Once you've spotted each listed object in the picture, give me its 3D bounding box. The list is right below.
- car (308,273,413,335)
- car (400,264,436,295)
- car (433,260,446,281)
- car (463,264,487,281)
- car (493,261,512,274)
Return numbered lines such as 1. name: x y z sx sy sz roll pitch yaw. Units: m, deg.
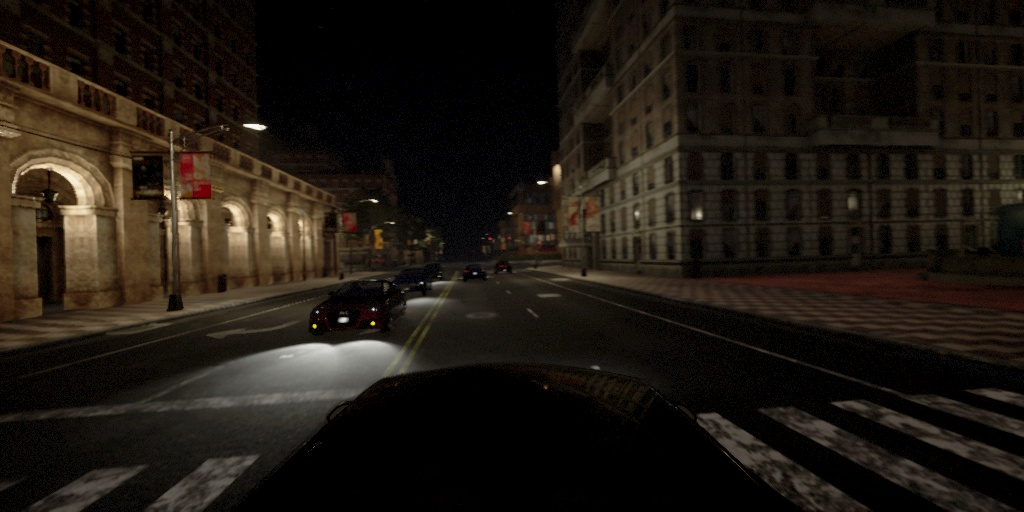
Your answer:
1. car: -4.526 1.442 11.097 1.994 1.385 4.181 -2 0 -7
2. car: -5.712 1.434 20.837 1.812 1.442 4.674 -2 0 -7
3. car: -7.207 1.451 33.036 1.837 1.490 4.892 -2 0 -7
4. car: -3.288 1.396 31.479 1.994 1.385 4.181 -2 0 -7
5. car: -1.071 1.267 41.199 1.837 1.490 4.892 -2 0 -7
